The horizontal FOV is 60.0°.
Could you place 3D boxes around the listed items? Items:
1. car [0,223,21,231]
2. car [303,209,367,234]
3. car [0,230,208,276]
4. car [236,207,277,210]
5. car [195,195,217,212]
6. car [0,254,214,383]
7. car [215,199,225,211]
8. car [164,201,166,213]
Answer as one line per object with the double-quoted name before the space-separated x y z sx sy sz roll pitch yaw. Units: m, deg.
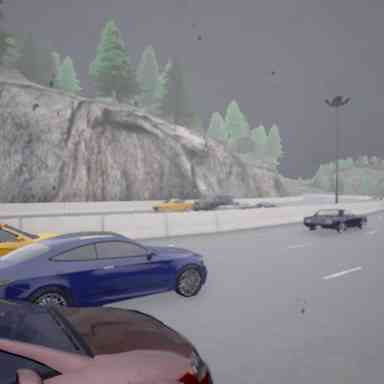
"car" -5.368 1.498 8.621 5.008 1.535 1.882 0 0 -36
"car" 8.693 1.657 19.910 4.718 1.301 1.895 0 0 -41
"car" -1.819 1.543 6.893 4.674 1.442 1.812 0 0 -36
"car" 6.644 1.689 32.487 4.718 1.301 1.895 0 0 -43
"car" 2.577 1.325 38.256 5.566 2.045 2.150 1 0 -43
"car" -1.844 1.570 2.543 4.181 1.385 1.994 0 0 -35
"car" 4.759 1.696 35.516 4.718 1.301 1.895 0 0 -43
"car" -2.230 1.578 38.570 5.008 1.535 1.882 0 0 -43
